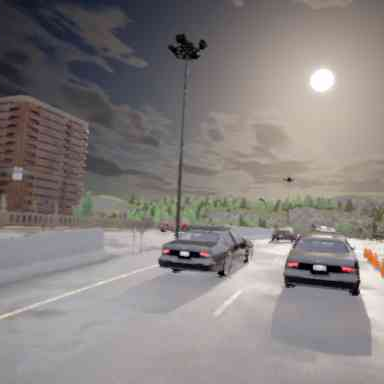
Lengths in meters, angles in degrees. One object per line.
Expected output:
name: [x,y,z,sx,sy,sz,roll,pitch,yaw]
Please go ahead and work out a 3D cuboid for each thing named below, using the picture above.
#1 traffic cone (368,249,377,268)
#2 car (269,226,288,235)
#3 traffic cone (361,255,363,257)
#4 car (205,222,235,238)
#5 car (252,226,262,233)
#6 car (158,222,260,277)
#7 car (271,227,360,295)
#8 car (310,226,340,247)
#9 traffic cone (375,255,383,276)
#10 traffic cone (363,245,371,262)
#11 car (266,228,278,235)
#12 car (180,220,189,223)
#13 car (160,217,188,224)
traffic cone: [7.138,2.624,12.908,0.340,0.580,0.340,1,-4,22]
car: [8.493,3.887,30.581,1.812,1.442,4.674,1,-6,22]
traffic cone: [8.642,2.958,16.599,0.340,0.580,0.340,1,-5,22]
car: [3.172,4.199,36.605,1.837,1.490,4.892,1,-6,22]
car: [15.022,8.685,77.140,1.882,1.535,5.008,2,-6,15]
car: [0.747,1.913,11.549,2.033,1.411,5.357,1,-3,23]
car: [3.858,1.930,9.922,2.033,1.411,5.357,1,-3,22]
car: [11.260,3.745,28.099,2.128,1.511,4.902,1,-6,22]
traffic cone: [6.384,2.481,11.057,0.340,0.580,0.340,1,-3,22]
traffic cone: [7.890,2.783,14.754,0.340,0.580,0.340,1,-5,22]
car: [17.869,8.835,74.273,2.128,1.511,4.902,1,-6,18]
car: [0.577,4.418,39.512,1.994,1.385,4.181,1,-6,22]
car: [-2.099,4.208,42.208,2.150,2.045,5.566,1,-6,22]
